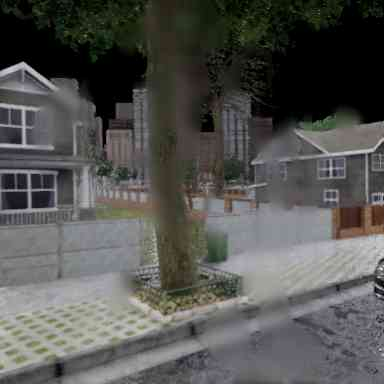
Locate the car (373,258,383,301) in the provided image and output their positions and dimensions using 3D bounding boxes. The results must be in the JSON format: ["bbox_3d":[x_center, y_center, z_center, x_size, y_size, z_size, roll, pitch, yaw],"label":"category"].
[{"bbox_3d":[5.744,1.475,6.989,4.902,1.511,2.128,0,0,-34],"label":"car"}]
